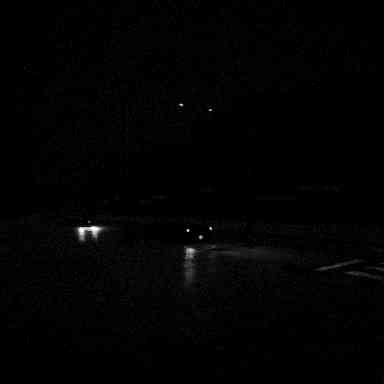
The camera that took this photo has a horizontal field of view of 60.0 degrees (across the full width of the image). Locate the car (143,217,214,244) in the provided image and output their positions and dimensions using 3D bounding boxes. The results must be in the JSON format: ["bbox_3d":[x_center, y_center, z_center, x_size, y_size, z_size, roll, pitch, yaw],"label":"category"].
[{"bbox_3d":[-0.850,2.060,18.596,1.895,1.301,4.718,0,-2,-36],"label":"car"}]

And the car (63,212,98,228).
[{"bbox_3d":[-10.658,2.661,32.282,1.994,1.385,4.181,0,-2,-36],"label":"car"}]

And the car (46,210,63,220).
[{"bbox_3d":[-21.534,3.597,52.478,1.994,1.385,4.181,0,-2,-36],"label":"car"}]
